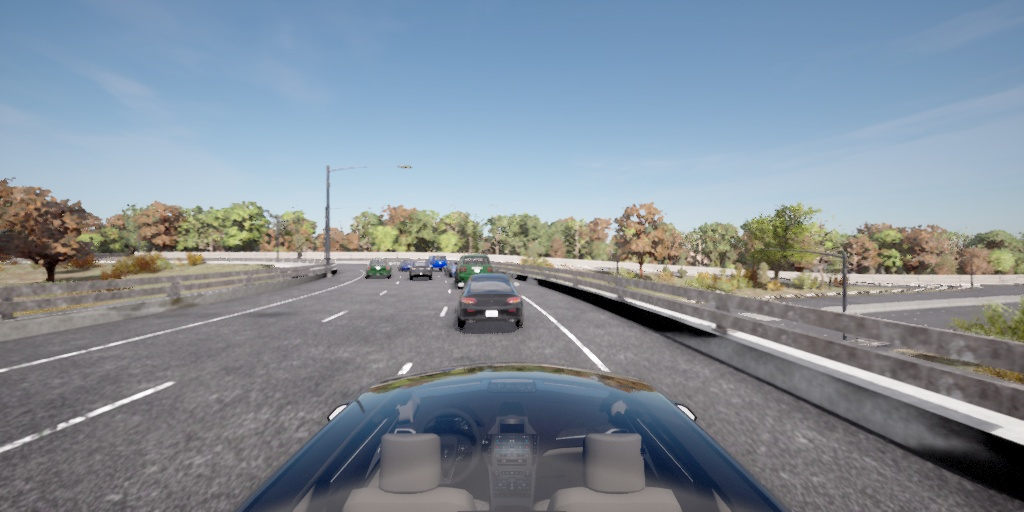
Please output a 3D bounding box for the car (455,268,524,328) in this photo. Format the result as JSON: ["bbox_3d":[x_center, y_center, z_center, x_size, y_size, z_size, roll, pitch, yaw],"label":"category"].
[{"bbox_3d":[-0.712,1.262,11.228,1.812,1.442,4.674,0,0,-5],"label":"car"}]

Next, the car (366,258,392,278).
[{"bbox_3d":[-12.261,1.066,33.179,2.097,1.767,4.553,0,0,-17],"label":"car"}]

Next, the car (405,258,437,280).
[{"bbox_3d":[-7.904,1.203,30.949,2.128,1.511,4.902,0,0,-16],"label":"car"}]

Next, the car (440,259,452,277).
[{"bbox_3d":[-5.381,1.251,34.596,2.033,1.411,5.357,0,0,-17],"label":"car"}]

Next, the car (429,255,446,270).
[{"bbox_3d":[-9.817,0.913,46.381,2.150,2.045,5.566,0,0,-23],"label":"car"}]

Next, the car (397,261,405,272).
[{"bbox_3d":[-13.471,1.257,45.975,1.994,1.385,4.181,0,0,-24],"label":"car"}]

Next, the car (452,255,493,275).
[{"bbox_3d":[-2.556,0.940,23.445,2.150,2.045,5.566,0,0,-11],"label":"car"}]
